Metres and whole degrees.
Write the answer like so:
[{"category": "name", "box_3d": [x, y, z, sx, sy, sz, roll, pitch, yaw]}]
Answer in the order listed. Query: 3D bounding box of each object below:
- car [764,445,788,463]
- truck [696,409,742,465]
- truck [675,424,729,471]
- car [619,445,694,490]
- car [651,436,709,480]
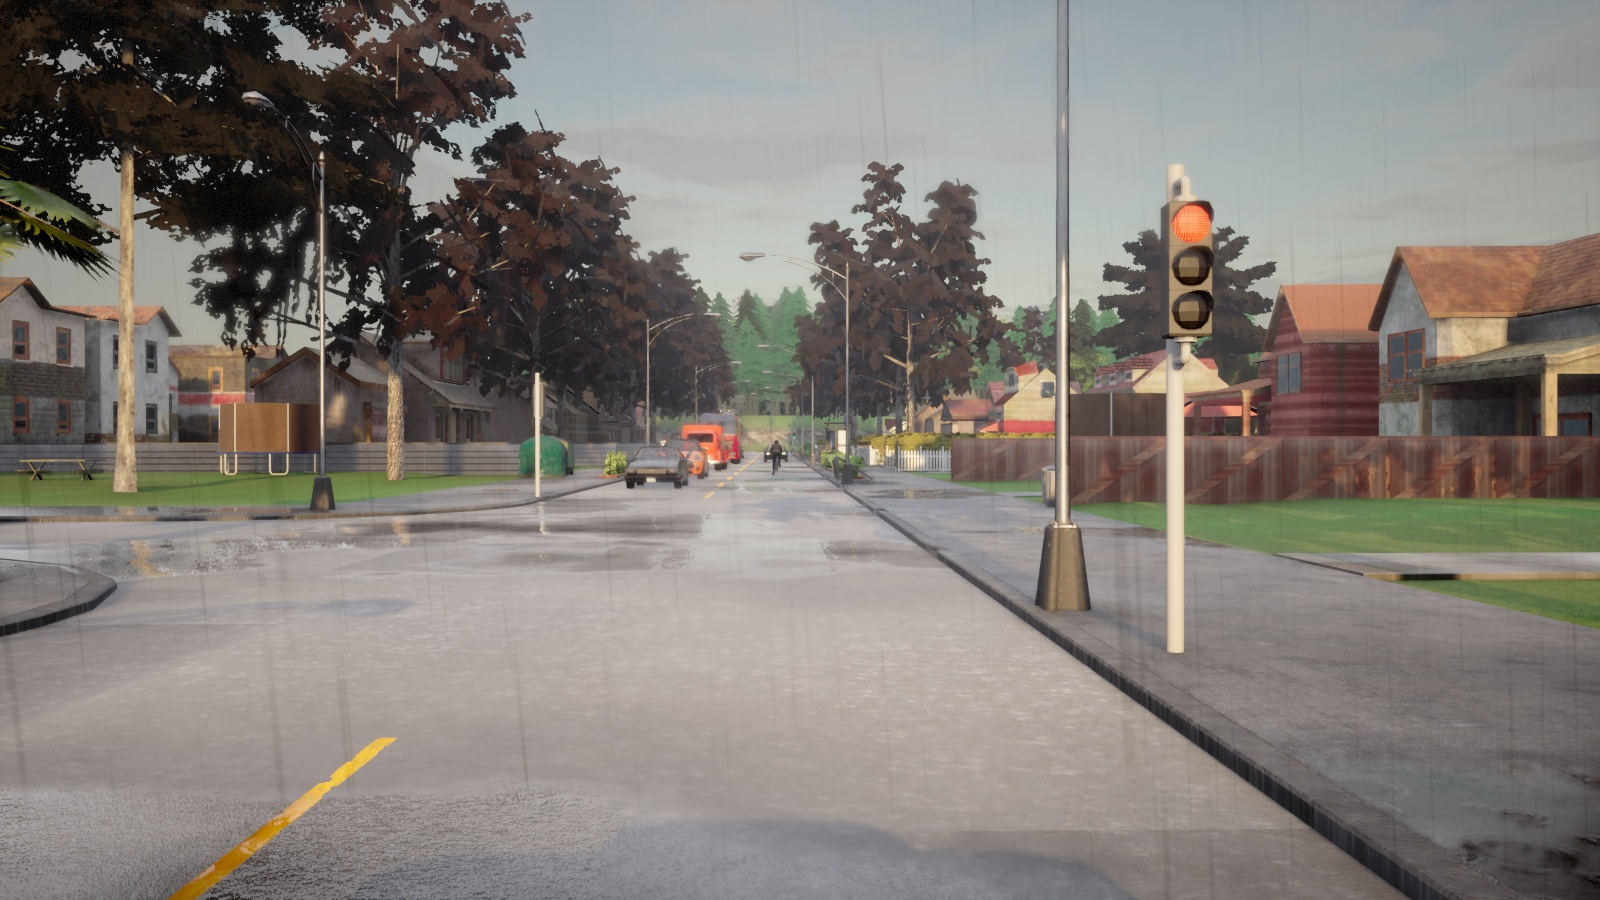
[{"category": "car", "box_3d": [-1.877, 0.292, 97.993, 1.895, 1.301, 4.718, 0, 0, -1]}, {"category": "truck", "box_3d": [-5.715, -0.929, 89.765, 2.891, 3.827, 8.468, 0, 0, -1]}, {"category": "truck", "box_3d": [-5.291, -0.130, 68.284, 2.627, 2.467, 5.204, 0, 0, -1]}, {"category": "car", "box_3d": [-4.789, 0.549, 42.690, 2.033, 1.411, 5.357, 0, 0, -1]}, {"category": "car", "box_3d": [-4.985, 0.303, 52.843, 2.097, 1.767, 4.553, 0, 0, -1]}]
